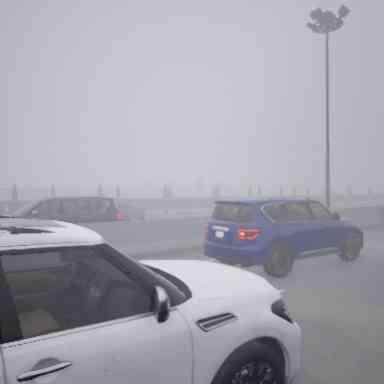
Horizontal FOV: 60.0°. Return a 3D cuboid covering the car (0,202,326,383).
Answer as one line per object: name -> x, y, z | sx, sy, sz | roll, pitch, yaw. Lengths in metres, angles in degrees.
car -> -1.527, 1.220, 2.676 | 5.566, 2.045, 2.150 | 0, 0, -36

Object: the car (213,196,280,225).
car -> 3.984, 1.240, 24.008 | 4.553, 1.767, 2.097 | 0, 0, -35

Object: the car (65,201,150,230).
car -> -5.439, 1.440, 21.606 | 4.902, 1.511, 2.128 | 0, 0, -35

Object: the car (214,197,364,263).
car -> 2.909, 1.168, 10.109 | 5.566, 2.045, 2.150 | 0, 0, -35

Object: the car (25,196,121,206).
car -> -5.460, 1.202, 12.997 | 5.566, 2.045, 2.150 | 0, 0, -35
